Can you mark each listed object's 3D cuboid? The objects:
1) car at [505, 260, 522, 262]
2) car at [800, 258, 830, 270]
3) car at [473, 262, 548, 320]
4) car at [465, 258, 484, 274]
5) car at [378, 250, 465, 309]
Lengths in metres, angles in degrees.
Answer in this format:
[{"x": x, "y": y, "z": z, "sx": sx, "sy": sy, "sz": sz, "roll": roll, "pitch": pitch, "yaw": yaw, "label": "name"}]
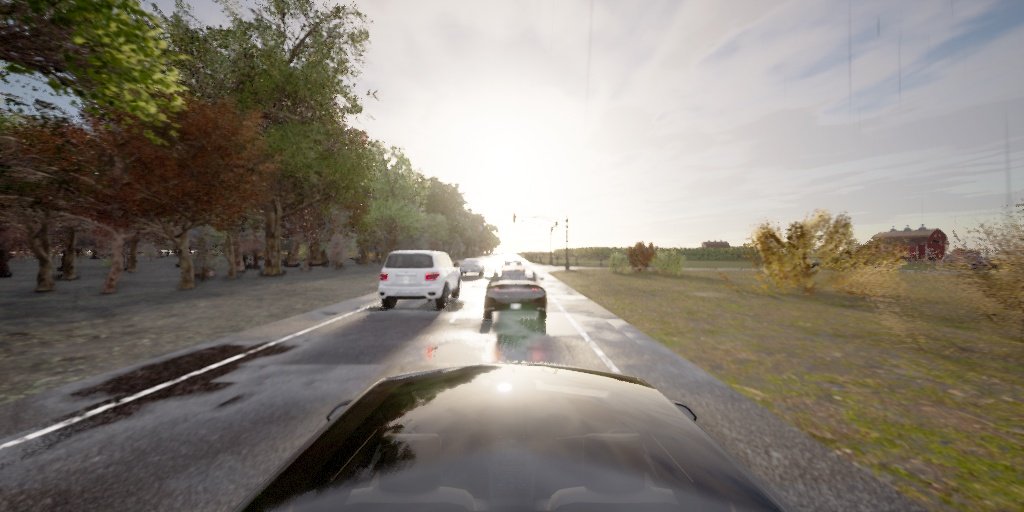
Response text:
[{"x": 0.104, "y": 0.986, "z": 27.230, "sx": 2.033, "sy": 1.411, "sz": 5.357, "roll": 0, "pitch": 1, "yaw": 0, "label": "car"}, {"x": 41.520, "y": 1.012, "z": 49.984, "sx": 4.553, "sy": 1.767, "sz": 2.097, "roll": 1, "pitch": 0, "yaw": 1, "label": "car"}, {"x": 0.099, "y": 1.114, "z": 11.932, "sx": 2.128, "sy": 1.511, "sz": 4.902, "roll": 0, "pitch": 0, "yaw": 0, "label": "car"}, {"x": -3.394, "y": 0.921, "z": 30.751, "sx": 1.812, "sy": 1.442, "sz": 4.674, "roll": 0, "pitch": 1, "yaw": 0, "label": "car"}, {"x": -3.399, "y": 0.816, "z": 14.185, "sx": 2.150, "sy": 2.045, "sz": 5.566, "roll": 0, "pitch": 0, "yaw": 0, "label": "car"}]
